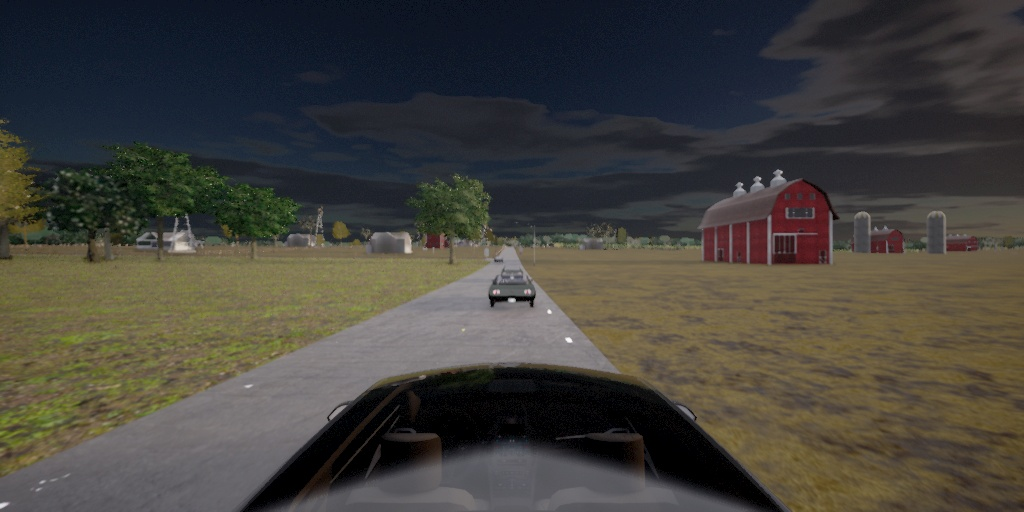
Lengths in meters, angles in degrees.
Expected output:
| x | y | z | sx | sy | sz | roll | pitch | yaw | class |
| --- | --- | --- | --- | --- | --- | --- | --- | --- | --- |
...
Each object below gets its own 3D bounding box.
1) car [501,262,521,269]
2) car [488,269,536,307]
| x | y | z | sx | sy | sz | roll | pitch | yaw | class |
| --- | --- | --- | --- | --- | --- | --- | --- | --- | --- |
| 0.012 | 1.468 | 30.943 | 1.895 | 1.301 | 4.718 | 0 | 0 | 0 | car |
| 0.007 | 1.420 | 15.945 | 1.895 | 1.301 | 4.718 | 0 | 0 | 0 | car |
